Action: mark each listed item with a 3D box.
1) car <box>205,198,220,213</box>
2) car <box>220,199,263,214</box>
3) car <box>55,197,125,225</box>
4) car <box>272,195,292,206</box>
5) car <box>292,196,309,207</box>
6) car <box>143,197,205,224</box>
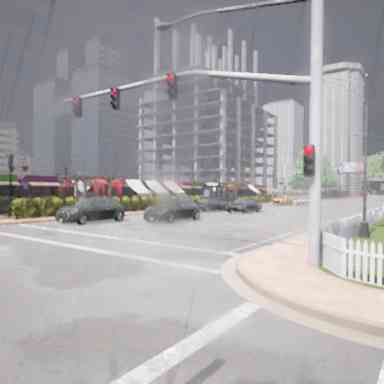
[{"bbox_3d":[1.614,1.342,34.001,2.033,1.411,5.357,1,0,35],"label":"car"},{"bbox_3d":[5.249,1.383,33.092,2.033,1.411,5.357,1,1,35],"label":"car"},{"bbox_3d":[-6.696,1.143,22.125,2.097,1.767,4.553,1,0,35],"label":"car"},{"bbox_3d":[14.060,1.278,51.632,1.882,1.535,5.008,1,0,35],"label":"car"},{"bbox_3d":[17.006,1.367,49.734,1.812,1.442,4.674,1,0,35],"label":"car"},{"bbox_3d":[-1.355,1.185,23.648,2.097,1.767,4.553,1,0,35],"label":"car"}]
